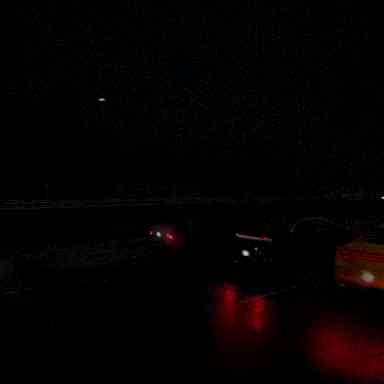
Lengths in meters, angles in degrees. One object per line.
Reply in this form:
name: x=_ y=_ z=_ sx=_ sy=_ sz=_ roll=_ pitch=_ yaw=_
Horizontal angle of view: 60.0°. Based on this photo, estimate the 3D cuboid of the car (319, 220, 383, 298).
car: x=5.304 y=1.431 z=7.650 sx=5.008 sy=1.535 sz=1.882 roll=0 pitch=0 yaw=-35

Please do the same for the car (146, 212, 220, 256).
car: x=0.903 y=1.504 z=12.979 sx=5.357 sy=1.411 sz=2.033 roll=0 pitch=0 yaw=-35

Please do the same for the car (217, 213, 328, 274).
car: x=3.440 y=1.444 z=10.497 sx=4.902 sy=1.511 sz=2.128 roll=0 pitch=0 yaw=-35
